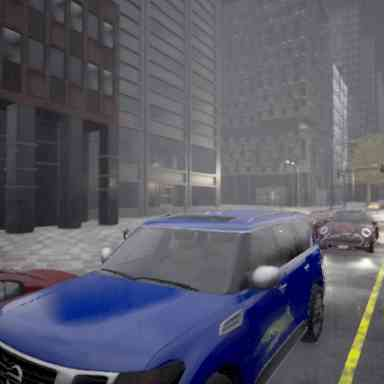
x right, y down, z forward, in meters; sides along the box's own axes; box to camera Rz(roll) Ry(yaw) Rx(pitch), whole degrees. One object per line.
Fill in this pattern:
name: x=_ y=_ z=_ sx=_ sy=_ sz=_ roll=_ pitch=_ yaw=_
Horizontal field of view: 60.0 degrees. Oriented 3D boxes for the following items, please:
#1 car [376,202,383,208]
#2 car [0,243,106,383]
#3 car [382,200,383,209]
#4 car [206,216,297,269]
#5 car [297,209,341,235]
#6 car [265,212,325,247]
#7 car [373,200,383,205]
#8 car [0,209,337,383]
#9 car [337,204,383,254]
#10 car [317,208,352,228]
car: x=43.831 y=2.973 z=76.751 sx=2.008 sy=1.369 sz=4.403 roll=0 pitch=-1 yaw=33
car: x=-3.372 y=1.617 z=3.827 sx=1.887 sy=1.381 sz=4.507 roll=0 pitch=-1 yaw=33
car: x=38.085 y=2.796 z=67.872 sx=1.887 sy=1.381 sz=4.507 roll=0 pitch=-1 yaw=33
car: x=2.537 y=1.761 z=12.963 sx=1.752 sy=1.417 sz=4.829 roll=0 pitch=-1 yaw=33
car: x=8.630 y=1.950 z=22.383 sx=1.887 sy=1.381 sz=4.507 roll=0 pitch=-1 yaw=33
car: x=5.630 y=1.866 z=17.744 sx=1.887 sy=1.381 sz=4.507 roll=0 pitch=-1 yaw=33
car: x=32.240 y=2.605 z=58.851 sx=1.752 sy=1.417 sz=4.829 roll=0 pitch=-1 yaw=33
car: x=0.243 y=1.306 z=4.497 sx=2.150 sy=2.045 sz=5.566 roll=-1 pitch=-1 yaw=33
car: x=7.217 y=1.626 z=15.096 sx=2.097 sy=1.767 sz=4.553 roll=-1 pitch=-1 yaw=33
car: x=11.631 y=2.033 z=27.022 sx=1.887 sy=1.381 sz=4.507 roll=0 pitch=-1 yaw=33
